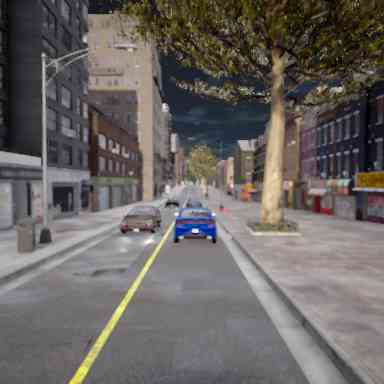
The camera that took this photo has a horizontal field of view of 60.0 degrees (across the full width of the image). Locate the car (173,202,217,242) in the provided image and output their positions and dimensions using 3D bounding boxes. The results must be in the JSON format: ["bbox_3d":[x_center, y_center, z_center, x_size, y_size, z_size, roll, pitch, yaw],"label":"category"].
[{"bbox_3d":[0.153,1.451,16.193,1.882,1.535,5.008,0,0,0],"label":"car"}]

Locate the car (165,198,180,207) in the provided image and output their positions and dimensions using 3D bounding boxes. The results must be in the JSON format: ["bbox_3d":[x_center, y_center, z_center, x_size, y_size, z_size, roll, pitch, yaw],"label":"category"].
[{"bbox_3d":[-2.590,1.412,45.255,1.895,1.301,4.718,0,0,0],"label":"car"}]

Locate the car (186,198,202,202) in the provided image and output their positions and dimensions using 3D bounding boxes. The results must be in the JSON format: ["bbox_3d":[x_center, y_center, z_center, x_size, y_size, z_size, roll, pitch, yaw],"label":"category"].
[{"bbox_3d":[0.248,1.407,41.767,1.994,1.385,4.181,0,0,0],"label":"car"}]

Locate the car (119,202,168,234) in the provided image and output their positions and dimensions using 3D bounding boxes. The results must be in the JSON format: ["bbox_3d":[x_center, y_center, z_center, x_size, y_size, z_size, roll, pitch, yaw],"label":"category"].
[{"bbox_3d":[-2.772,1.512,19.223,2.033,1.411,5.357,0,0,0],"label":"car"}]

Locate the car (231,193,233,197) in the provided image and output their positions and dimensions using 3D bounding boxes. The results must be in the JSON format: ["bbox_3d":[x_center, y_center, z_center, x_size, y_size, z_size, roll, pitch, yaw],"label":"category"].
[{"bbox_3d":[13.043,0.585,90.510,5.009,1.841,2.192,1,1,0],"label":"car"}]
